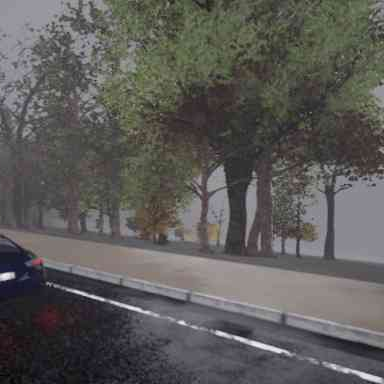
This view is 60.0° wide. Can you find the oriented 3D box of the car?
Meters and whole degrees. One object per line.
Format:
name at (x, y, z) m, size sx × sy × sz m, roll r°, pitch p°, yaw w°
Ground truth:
car at (-5.081, 1.525, 7.310) m, size 4.181 × 1.385 × 1.994 m, roll 0°, pitch 0°, yaw 35°
